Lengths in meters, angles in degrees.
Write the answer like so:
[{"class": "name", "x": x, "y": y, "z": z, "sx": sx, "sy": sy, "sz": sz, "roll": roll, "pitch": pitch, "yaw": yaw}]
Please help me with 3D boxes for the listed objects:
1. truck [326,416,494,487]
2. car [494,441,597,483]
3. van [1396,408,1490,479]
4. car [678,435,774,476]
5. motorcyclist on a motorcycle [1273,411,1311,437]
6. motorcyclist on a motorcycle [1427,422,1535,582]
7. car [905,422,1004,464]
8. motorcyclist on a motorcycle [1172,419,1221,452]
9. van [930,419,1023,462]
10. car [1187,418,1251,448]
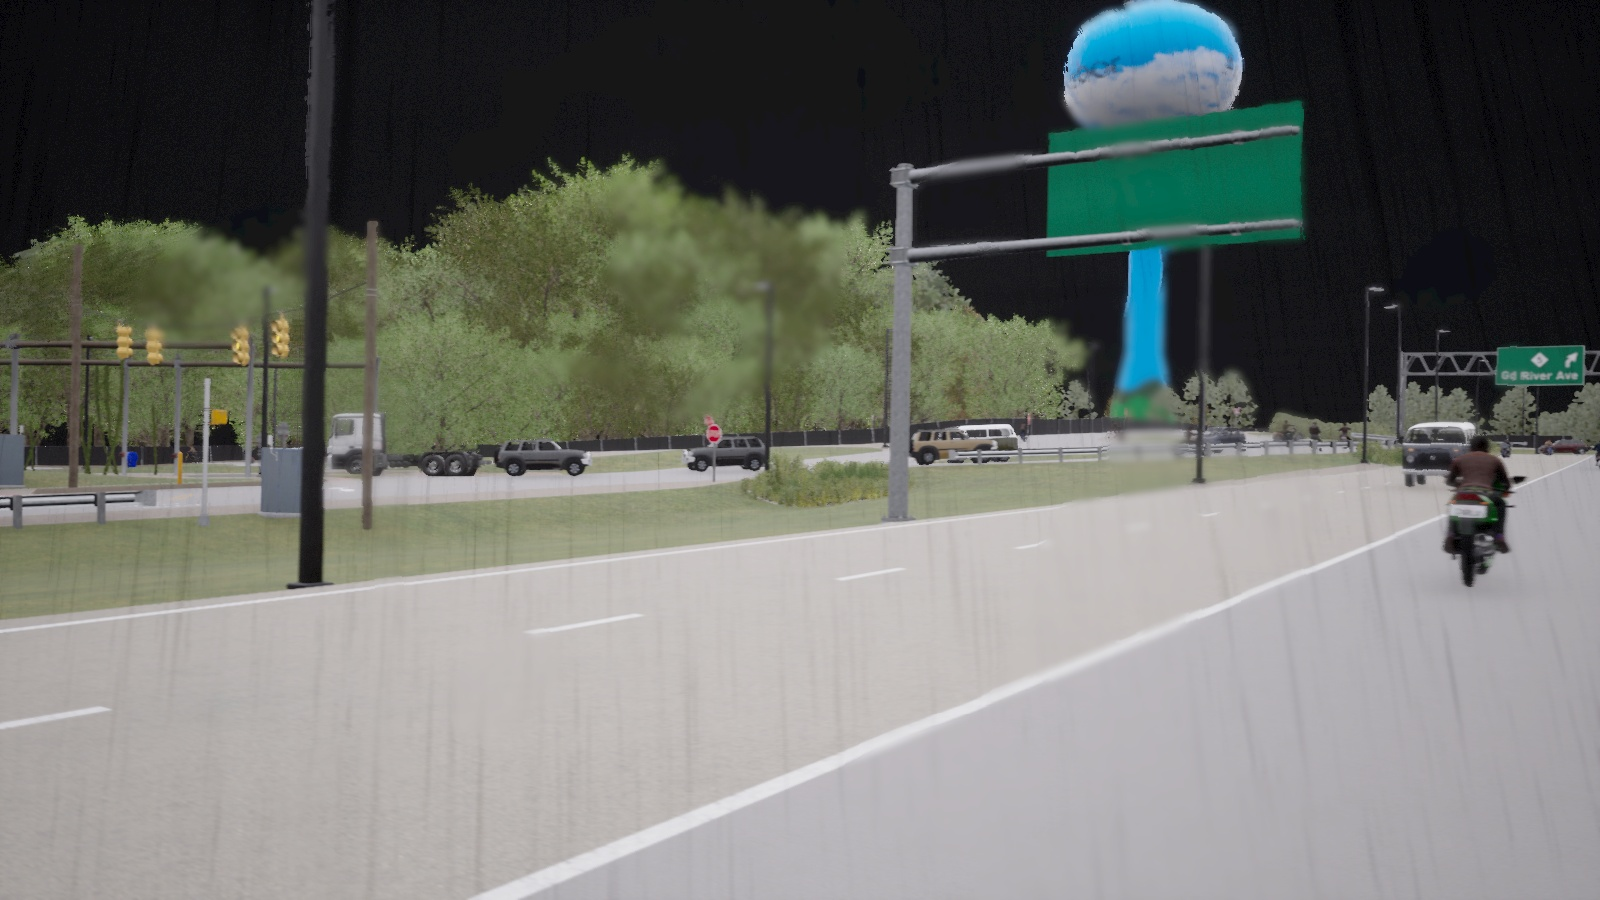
[{"class": "truck", "x": -20.664, "y": 0.095, "z": 66.822, "sx": 7.936, "sy": 3.462, "sz": 2.891, "roll": -2, "pitch": 0, "yaw": -1}, {"class": "car", "x": -12.246, "y": 0.558, "z": 60.664, "sx": 4.605, "sy": 1.855, "sz": 1.932, "roll": -2, "pitch": 0, "yaw": -5}, {"class": "van", "x": 19.793, "y": -0.213, "z": 38.567, "sx": 2.069, "sy": 2.038, "sz": 4.480, "roll": 0, "pitch": 1, "yaw": 33}, {"class": "car", "x": -3.887, "y": 0.253, "z": 65.928, "sx": 4.605, "sy": 1.855, "sz": 1.932, "roll": -3, "pitch": 2, "yaw": -18}, {"class": "motorcyclist on a motorcycle", "x": 33.288, "y": -1.753, "z": 84.992, "sx": 2.350, "sy": 1.649, "sz": 0.766, "roll": -1, "pitch": 1, "yaw": -13}, {"class": "motorcyclist on a motorcycle", "x": 7.086, "y": 0.482, "z": 13.014, "sx": 0.797, "sy": 1.523, "sz": 2.044, "roll": 0, "pitch": 1, "yaw": 34}, {"class": "car", "x": 7.788, "y": -0.333, "z": 63.407, "sx": 4.605, "sy": 1.855, "sz": 1.932, "roll": -3, "pitch": 0, "yaw": -4}, {"class": "motorcyclist on a motorcycle", "x": 20.703, "y": -0.764, "z": 65.518, "sx": 2.350, "sy": 1.649, "sz": 0.766, "roll": -2, "pitch": 0, "yaw": -17}, {"class": "van", "x": 9.462, "y": -0.487, "z": 67.527, "sx": 4.480, "sy": 2.038, "sz": 2.069, "roll": -3, "pitch": 0, "yaw": -6}, {"class": "car", "x": 23.960, "y": -0.972, "z": 71.748, "sx": 3.705, "sy": 1.549, "sz": 1.789, "roll": -3, "pitch": 2, "yaw": -40}]
